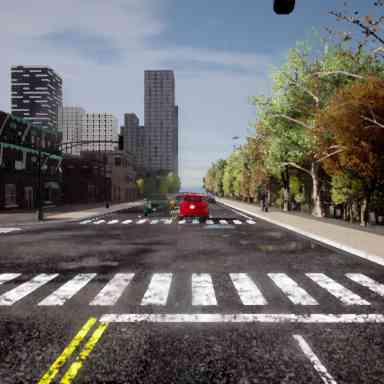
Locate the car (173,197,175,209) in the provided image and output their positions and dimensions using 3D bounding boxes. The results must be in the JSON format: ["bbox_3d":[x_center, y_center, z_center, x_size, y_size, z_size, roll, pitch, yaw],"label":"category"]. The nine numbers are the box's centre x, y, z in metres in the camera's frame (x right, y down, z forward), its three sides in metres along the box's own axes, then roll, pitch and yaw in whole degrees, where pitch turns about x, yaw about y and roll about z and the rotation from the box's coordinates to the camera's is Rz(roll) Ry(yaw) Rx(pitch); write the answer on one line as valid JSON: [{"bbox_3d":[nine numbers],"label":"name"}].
[{"bbox_3d":[-3.259,1.456,42.253,1.882,1.535,5.008,0,0,0],"label":"car"}]

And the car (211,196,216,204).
[{"bbox_3d":[3.470,1.530,63.136,1.994,1.385,4.181,0,0,0],"label":"car"}]

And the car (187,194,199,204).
[{"bbox_3d":[0.216,1.318,63.006,2.097,1.767,4.553,0,0,0],"label":"car"}]

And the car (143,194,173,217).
[{"bbox_3d":[-3.283,1.206,32.070,2.150,2.045,5.566,0,0,0],"label":"car"}]

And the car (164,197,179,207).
[{"bbox_3d":[-3.240,1.520,52.839,2.033,1.411,5.357,0,0,0],"label":"car"}]

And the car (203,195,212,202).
[{"bbox_3d":[3.388,1.459,73.092,1.837,1.490,4.892,0,0,0],"label":"car"}]

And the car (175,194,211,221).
[{"bbox_3d":[0.215,1.208,27.359,2.150,2.045,5.566,1,0,4],"label":"car"}]
